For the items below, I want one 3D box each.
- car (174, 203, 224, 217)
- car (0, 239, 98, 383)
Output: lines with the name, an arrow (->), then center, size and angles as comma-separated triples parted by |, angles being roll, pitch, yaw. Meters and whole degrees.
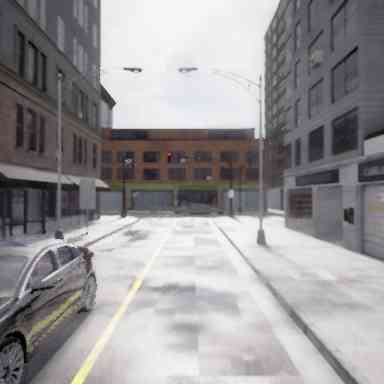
car -> 0.731, 1.913, 35.777 | 5.357, 1.411, 2.033 | 0, -1, 0
car -> -2.854, 1.548, 5.027 | 2.128, 1.511, 4.902 | 0, -1, 0
